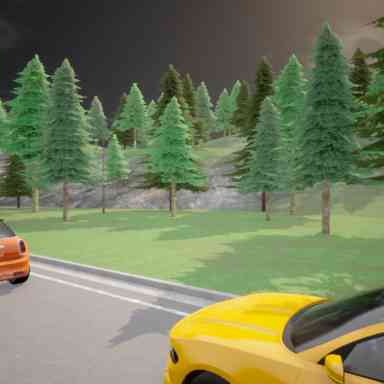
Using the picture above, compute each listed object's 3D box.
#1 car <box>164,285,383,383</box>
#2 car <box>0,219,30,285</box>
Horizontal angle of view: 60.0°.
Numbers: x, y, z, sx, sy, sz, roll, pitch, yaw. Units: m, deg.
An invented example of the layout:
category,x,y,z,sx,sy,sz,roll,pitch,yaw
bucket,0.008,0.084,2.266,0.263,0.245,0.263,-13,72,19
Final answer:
category,x,y,z,sx,sy,sz,roll,pitch,yaw
car,2.028,1.478,2.545,5.008,1.535,1.882,0,0,35
car,-6.097,1.352,8.317,4.553,1.767,2.097,0,0,35
